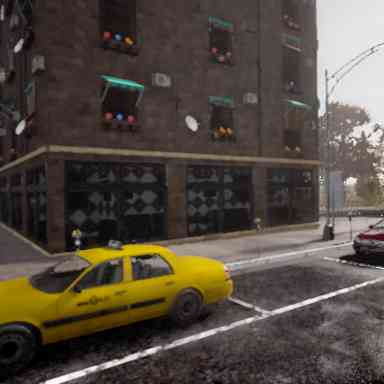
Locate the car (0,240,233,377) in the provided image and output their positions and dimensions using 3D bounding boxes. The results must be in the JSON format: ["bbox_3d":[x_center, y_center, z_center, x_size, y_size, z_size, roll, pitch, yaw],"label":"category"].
[{"bbox_3d":[-1.508,1.525,5.499,4.829,1.417,1.752,0,-1,-35],"label":"car"}]

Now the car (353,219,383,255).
[{"bbox_3d":[7.566,1.576,12.086,4.206,1.307,1.802,0,-1,-35],"label":"car"}]
